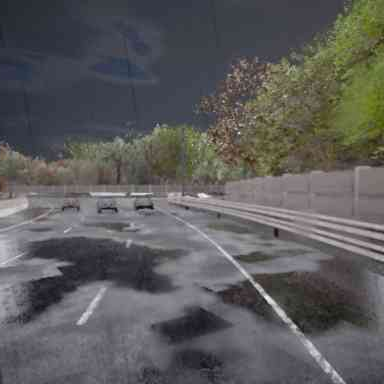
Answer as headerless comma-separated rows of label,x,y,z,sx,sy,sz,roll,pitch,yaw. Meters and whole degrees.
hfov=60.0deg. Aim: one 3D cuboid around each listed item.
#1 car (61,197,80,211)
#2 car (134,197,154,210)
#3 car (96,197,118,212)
car,-13.306,1.233,36.511,2.033,1.411,5.357,0,1,-21
car,-5.465,1.237,37.520,1.994,1.385,4.181,0,1,-12
car,-8.687,1.256,33.778,2.033,1.411,5.357,0,1,-19
